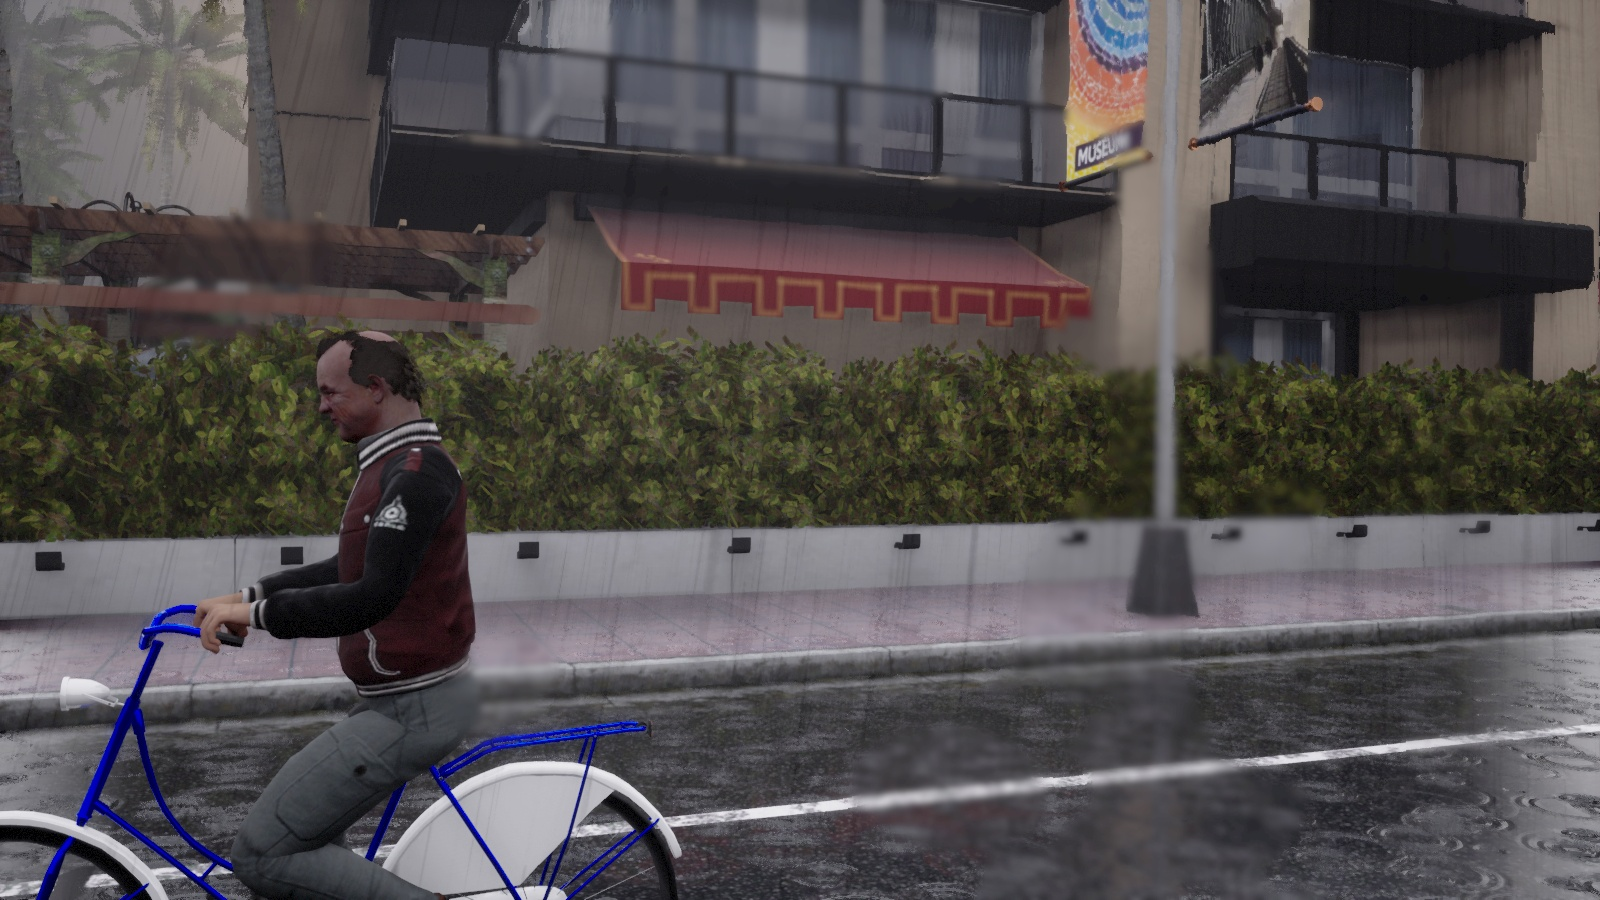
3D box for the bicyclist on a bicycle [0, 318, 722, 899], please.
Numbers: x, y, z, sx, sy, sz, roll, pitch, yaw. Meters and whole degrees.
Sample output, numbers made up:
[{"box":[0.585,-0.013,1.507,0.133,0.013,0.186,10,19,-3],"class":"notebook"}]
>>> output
[{"box":[-1.157,0.636,2.793,1.843,1.776,0.659,-1,1,-21],"class":"bicyclist on a bicycle"}]
